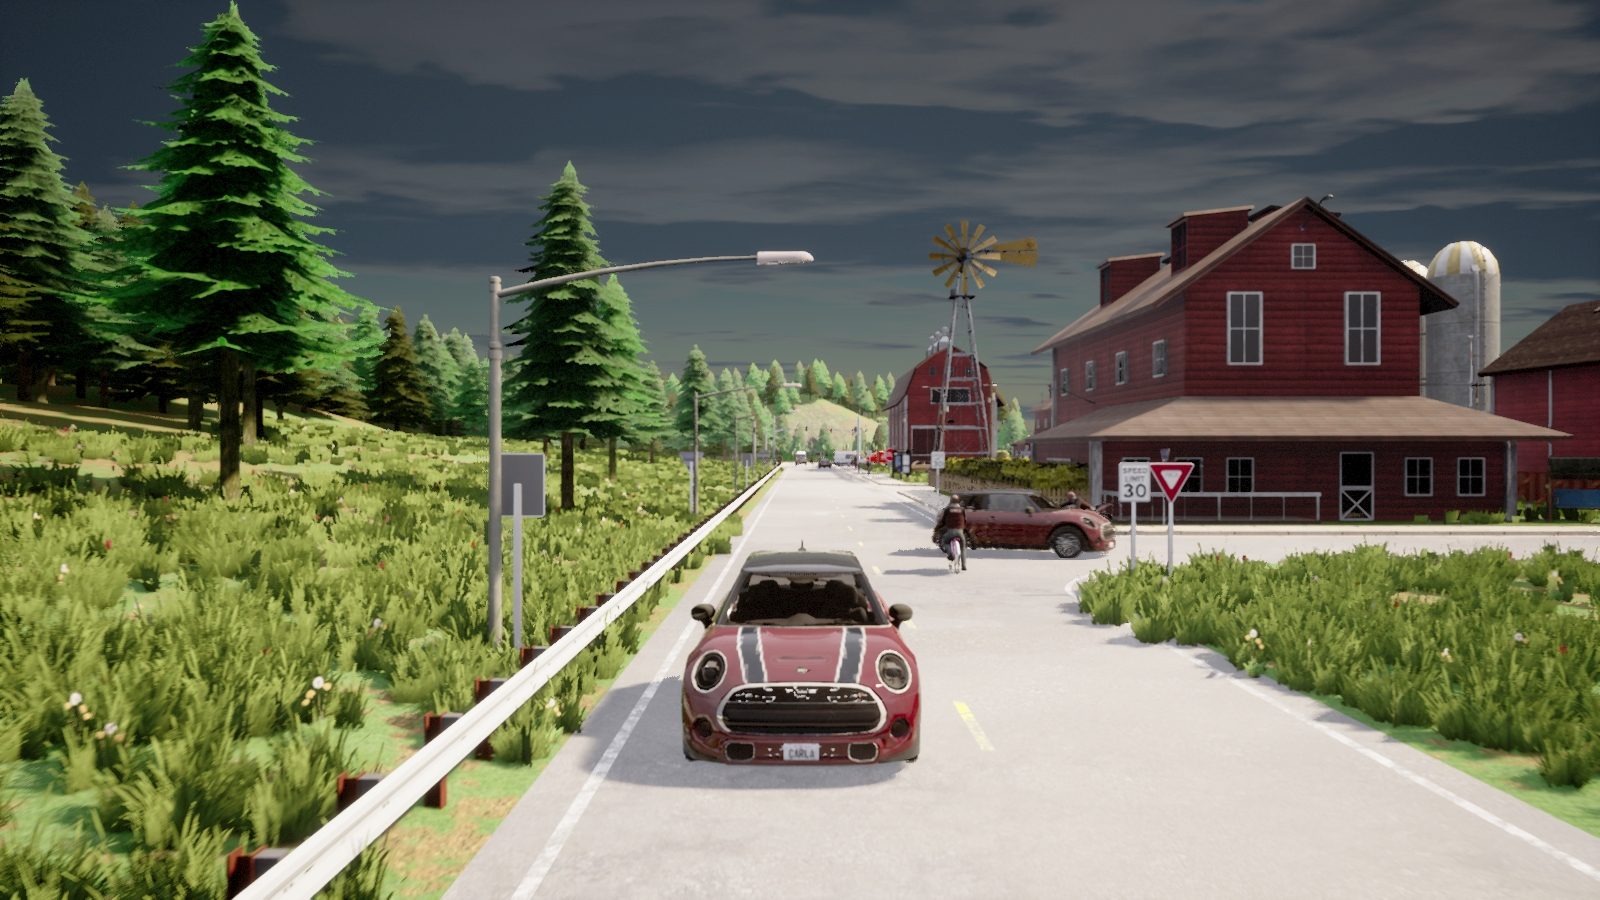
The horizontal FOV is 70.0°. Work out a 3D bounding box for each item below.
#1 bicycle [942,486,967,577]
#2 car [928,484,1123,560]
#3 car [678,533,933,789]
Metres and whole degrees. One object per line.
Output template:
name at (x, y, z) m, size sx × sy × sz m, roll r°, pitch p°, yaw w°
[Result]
bicycle at (3.503, 1.810, 25.954) m, size 0.329 × 1.919 × 1.835 m, roll 0°, pitch 0°, yaw 0°
car at (5.860, 1.809, 29.675) m, size 4.553 × 1.767 × 2.097 m, roll -1°, pitch 0°, yaw 26°
car at (0.051, 1.904, 11.672) m, size 2.097 × 1.767 × 4.553 m, roll 0°, pitch 0°, yaw 0°
